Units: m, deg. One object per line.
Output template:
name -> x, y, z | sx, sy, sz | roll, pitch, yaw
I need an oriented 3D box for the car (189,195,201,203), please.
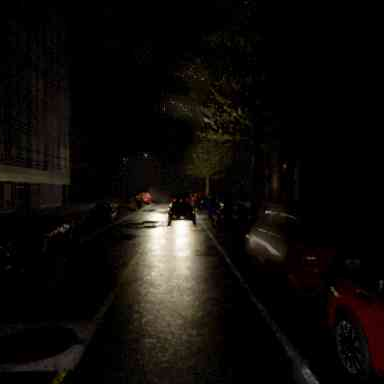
car -> 0.547, 1.321, 64.317 | 1.947, 1.339, 4.313 | 0, 0, -2

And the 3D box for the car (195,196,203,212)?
car -> 1.581, 1.406, 36.139 | 1.802, 1.307, 4.206 | 0, 0, -2

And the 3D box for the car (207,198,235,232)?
car -> 2.202, 1.334, 19.231 | 1.967, 1.590, 4.097 | 0, 0, -2

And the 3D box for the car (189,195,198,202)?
car -> 0.333, 1.268, 70.123 | 1.752, 1.417, 4.829 | -1, 0, -2

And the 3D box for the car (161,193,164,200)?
car -> -8.594, 1.345, 80.916 | 1.947, 1.339, 4.313 | -1, 0, -2

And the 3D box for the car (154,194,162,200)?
car -> -8.801, 1.338, 86.550 | 1.947, 1.339, 4.313 | -1, 0, -2

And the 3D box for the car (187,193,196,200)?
car -> -0.075, 1.164, 81.224 | 1.967, 1.590, 4.097 | -1, 0, -2

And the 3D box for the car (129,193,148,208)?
car -> -7.148, 1.179, 41.470 | 2.192, 1.841, 5.009 | 0, 0, -2

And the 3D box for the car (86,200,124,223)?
car -> -6.524, 1.506, 24.567 | 1.802, 1.307, 4.206 | 0, 0, -2

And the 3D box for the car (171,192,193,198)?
car -> -1.374, 1.049, 41.416 | 2.150, 2.045, 5.566 | 0, 0, -2

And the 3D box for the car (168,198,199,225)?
car -> -0.704, 1.420, 23.168 | 1.812, 1.442, 4.674 | 0, 0, -2

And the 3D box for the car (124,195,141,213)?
car -> -6.933, 1.405, 35.667 | 1.752, 1.417, 4.829 | 0, 0, -2

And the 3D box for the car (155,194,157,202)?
car -> -7.766, 1.389, 58.377 | 1.947, 1.339, 4.313 | 0, 0, -2

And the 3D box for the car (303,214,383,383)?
car -> 2.821, 1.285, 2.324 | 2.192, 1.841, 5.009 | 0, 0, -2

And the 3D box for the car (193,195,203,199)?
car -> 1.374, 1.375, 41.773 | 1.947, 1.339, 4.313 | 0, 0, -2

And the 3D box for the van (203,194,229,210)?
van -> 1.994, 1.210, 24.867 | 1.690, 1.788, 3.998 | 0, 0, -2

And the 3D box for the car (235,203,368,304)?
car -> 2.615, 1.259, 7.959 | 2.192, 1.841, 5.009 | 0, 0, -2

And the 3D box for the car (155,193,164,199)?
car -> -9.010, 1.081, 92.184 | 2.192, 1.841, 5.009 | -1, 0, -2

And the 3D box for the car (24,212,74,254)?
car -> -6.111, 1.519, 13.296 | 1.887, 1.381, 4.507 | 0, 0, -2

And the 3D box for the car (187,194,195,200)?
car -> -0.281, 1.299, 86.860 | 1.802, 1.307, 4.206 | -1, 0, -2

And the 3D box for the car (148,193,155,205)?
car -> -7.561, 1.152, 52.741 | 2.192, 1.841, 5.009 | 0, 0, -2

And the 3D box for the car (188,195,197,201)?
car -> 0.133, 1.315, 75.588 | 1.802, 1.307, 4.206 | -1, 0, -2

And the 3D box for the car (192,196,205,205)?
car -> 0.960, 1.326, 53.045 | 1.887, 1.381, 4.507 | 0, 0, -2

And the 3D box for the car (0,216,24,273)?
car -> -5.905, 1.439, 7.661 | 1.967, 1.590, 4.097 | 0, 0, -2

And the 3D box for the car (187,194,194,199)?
car -> -0.488, 1.277, 92.495 | 1.947, 1.339, 4.313 | -1, 0, -2

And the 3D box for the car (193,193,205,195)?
car -> 1.165, 1.110, 47.409 | 2.192, 1.841, 5.009 | 0, 0, -2

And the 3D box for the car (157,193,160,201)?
car -> -7.975, 1.125, 64.010 | 2.192, 1.841, 5.009 | 0, 0, -2
